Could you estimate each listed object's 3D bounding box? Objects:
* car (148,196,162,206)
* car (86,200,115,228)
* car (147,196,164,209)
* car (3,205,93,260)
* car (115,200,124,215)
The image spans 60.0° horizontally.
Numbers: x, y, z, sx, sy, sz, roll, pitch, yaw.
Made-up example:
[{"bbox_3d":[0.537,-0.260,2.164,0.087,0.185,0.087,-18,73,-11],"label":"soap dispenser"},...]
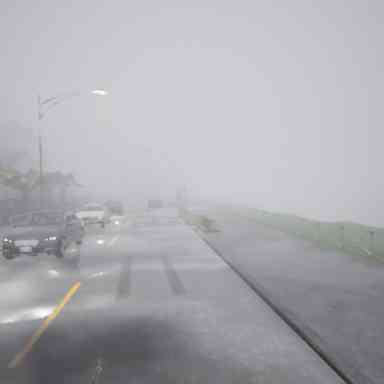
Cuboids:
[{"bbox_3d":[-5.703,1.328,51.779,2.033,1.411,5.357,-1,0,-7],"label":"car"},{"bbox_3d":[-6.509,1.512,22.020,1.812,1.442,4.674,-1,0,-7],"label":"car"},{"bbox_3d":[-4.533,1.301,41.578,1.882,1.535,5.008,-1,0,-6],"label":"car"},{"bbox_3d":[-5.464,1.516,12.808,2.128,1.511,4.902,-1,0,-7],"label":"car"},{"bbox_3d":[-7.632,1.509,31.980,1.994,1.385,4.181,-1,0,-6],"label":"car"}]
